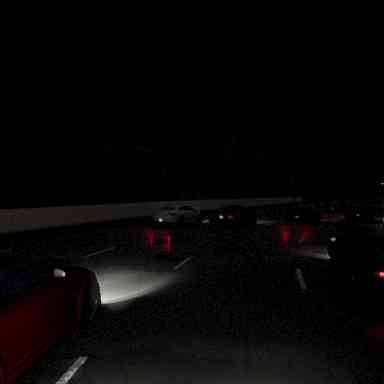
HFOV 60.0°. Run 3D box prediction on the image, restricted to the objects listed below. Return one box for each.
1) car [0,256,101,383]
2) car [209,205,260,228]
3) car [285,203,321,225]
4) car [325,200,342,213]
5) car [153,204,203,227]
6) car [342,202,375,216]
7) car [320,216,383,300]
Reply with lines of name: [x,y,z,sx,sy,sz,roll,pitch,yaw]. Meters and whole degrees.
car: [-2.810,1.549,4.505,1.994,1.385,4.181,0,0,6]
car: [2.989,1.588,22.503,2.033,1.411,5.357,0,0,29]
car: [8.363,1.556,24.805,1.882,1.535,5.008,0,0,29]
car: [17.128,1.677,39.720,1.812,1.442,4.674,0,0,31]
car: [-0.873,1.540,22.863,1.812,1.442,4.674,0,0,28]
car: [13.673,1.594,27.028,1.882,1.535,5.008,0,0,30]
car: [4.765,1.587,8.408,2.033,1.411,5.357,0,0,14]
